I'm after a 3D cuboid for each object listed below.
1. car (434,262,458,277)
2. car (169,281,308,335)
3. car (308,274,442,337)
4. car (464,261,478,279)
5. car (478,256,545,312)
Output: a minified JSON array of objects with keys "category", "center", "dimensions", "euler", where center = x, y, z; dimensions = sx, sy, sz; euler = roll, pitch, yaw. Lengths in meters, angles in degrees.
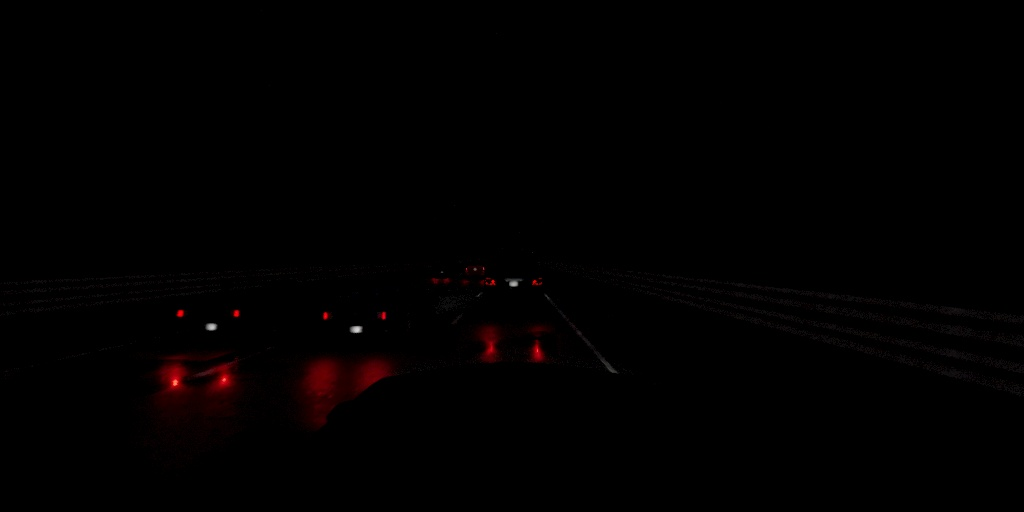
[{"category":"car","center":[-6.894,1.388,37.860],"dimensions":[2.128,1.511,4.902],"euler":[0,0,0]},{"category":"car","center":[-6.958,1.370,10.540],"dimensions":[1.895,1.301,4.718],"euler":[0,0,0]},{"category":"car","center":[-3.461,1.368,10.225],"dimensions":[1.895,1.301,4.718],"euler":[0,0,0]},{"category":"car","center":[-3.397,1.235,35.281],"dimensions":[2.097,1.767,4.553],"euler":[0,0,0]},{"category":"car","center":[0.077,1.011,14.478],"dimensions":[2.150,2.045,5.566],"euler":[0,0,0]}]
